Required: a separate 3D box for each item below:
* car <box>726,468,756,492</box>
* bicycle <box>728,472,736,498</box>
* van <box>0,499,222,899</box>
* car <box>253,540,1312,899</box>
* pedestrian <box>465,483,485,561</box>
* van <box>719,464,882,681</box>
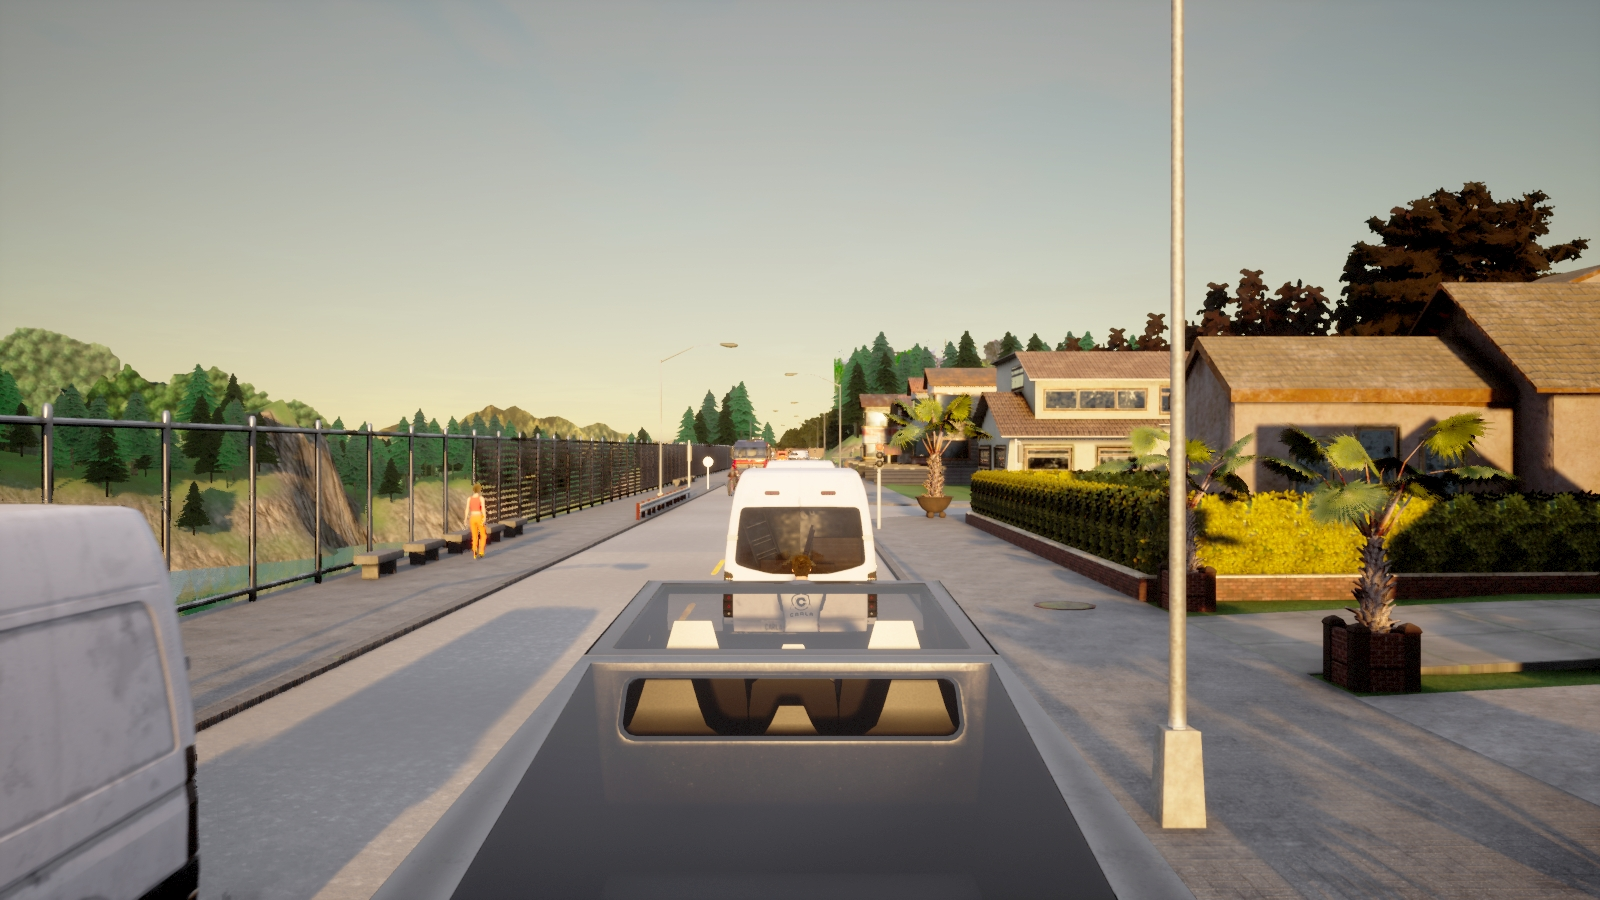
[{"bbox_3d":[-3.971,2.008,77.187,1.845,1.501,3.633,0,0,0],"label":"car"},{"bbox_3d":[-3.969,2.034,66.733,0.329,1.471,1.835,0,0,0],"label":"bicycle"},{"bbox_3d":[-3.996,1.533,2.977,1.988,2.561,5.915,0,0,0],"label":"van"},{"bbox_3d":[-0.034,1.751,5.716,2.390,2.098,6.274,0,0,0],"label":"car"},{"bbox_3d":[-7.858,1.733,27.652,0.375,1.860,0.375,0,0,0],"label":"pedestrian"},{"bbox_3d":[0.009,1.528,16.844,1.988,2.561,5.915,0,0,0],"label":"van"}]
